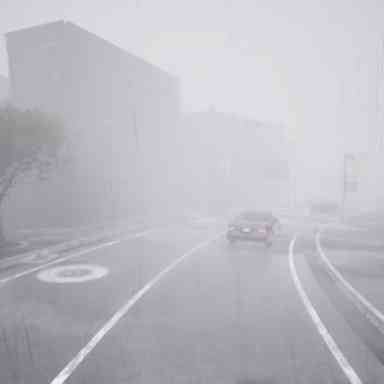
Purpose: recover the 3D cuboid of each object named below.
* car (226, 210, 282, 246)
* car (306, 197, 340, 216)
[{"bbox_3d":[2.997,1.531,15.380,2.033,1.411,5.357,2,1,20],"label":"car"},{"bbox_3d":[13.279,1.462,32.939,1.882,1.535,5.008,4,2,36],"label":"car"}]
